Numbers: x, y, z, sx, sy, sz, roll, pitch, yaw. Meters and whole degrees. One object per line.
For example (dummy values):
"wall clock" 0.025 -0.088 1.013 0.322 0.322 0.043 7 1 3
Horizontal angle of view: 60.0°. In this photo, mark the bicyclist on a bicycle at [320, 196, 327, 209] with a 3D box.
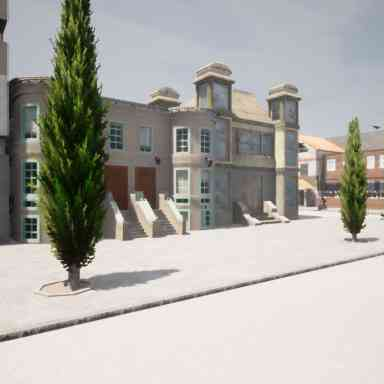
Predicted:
"bicyclist on a bicycle" 16.051 1.349 40.717 1.656 1.620 0.582 0 0 -35

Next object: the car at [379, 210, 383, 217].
"car" 16.938 1.601 25.007 1.895 1.301 4.718 0 0 -35
